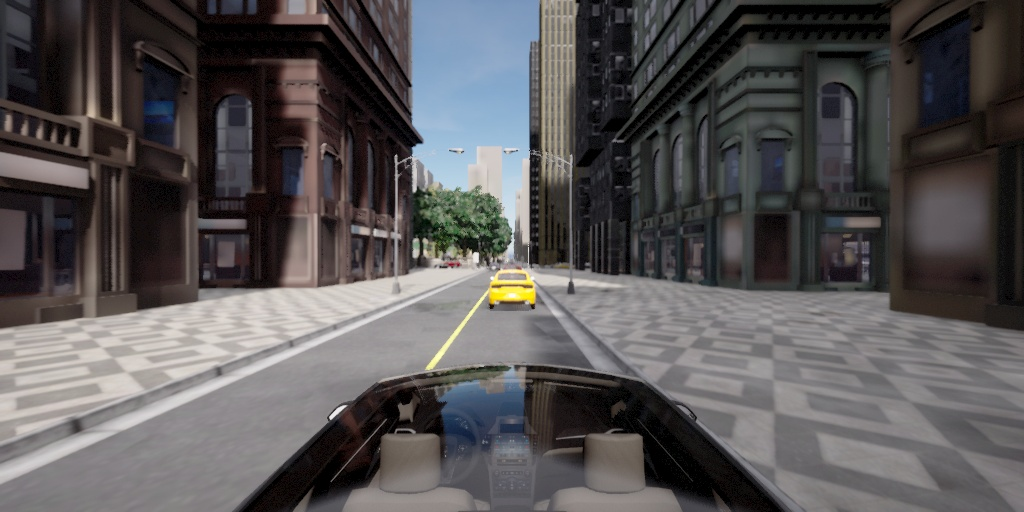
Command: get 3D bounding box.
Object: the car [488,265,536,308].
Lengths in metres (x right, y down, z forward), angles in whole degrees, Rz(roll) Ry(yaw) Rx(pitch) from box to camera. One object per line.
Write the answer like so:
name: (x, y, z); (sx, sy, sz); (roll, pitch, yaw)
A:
car: (0.021, 1.366, 16.097); (1.882, 1.535, 5.008); (0, 0, 0)

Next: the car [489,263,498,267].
car: (-3.059, 1.895, 62.481); (2.128, 1.511, 4.902); (0, -1, 0)

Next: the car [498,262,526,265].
car: (0.018, 1.519, 31.117); (1.882, 1.535, 5.008); (0, 0, 0)
